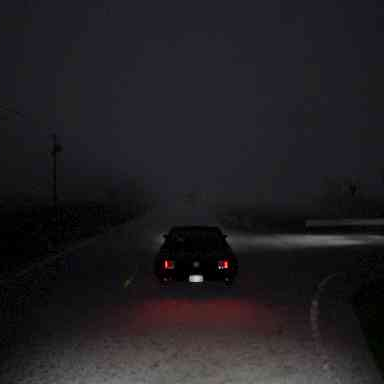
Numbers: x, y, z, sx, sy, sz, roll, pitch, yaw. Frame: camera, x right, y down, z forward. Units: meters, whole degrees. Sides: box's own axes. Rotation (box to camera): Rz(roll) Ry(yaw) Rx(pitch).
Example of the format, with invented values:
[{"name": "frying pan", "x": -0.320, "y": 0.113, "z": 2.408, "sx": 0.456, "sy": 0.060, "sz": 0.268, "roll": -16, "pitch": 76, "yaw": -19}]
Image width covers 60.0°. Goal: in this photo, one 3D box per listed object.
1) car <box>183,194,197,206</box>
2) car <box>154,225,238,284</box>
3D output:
[{"name": "car", "x": -0.297, "y": 1.405, "z": 57.449, "sx": 2.150, "sy": 2.045, "sz": 5.566, "roll": 0, "pitch": 0, "yaw": -1}, {"name": "car", "x": 0.091, "y": 1.616, "z": 9.599, "sx": 1.895, "sy": 1.301, "sz": 4.718, "roll": 0, "pitch": 1, "yaw": 0}]
